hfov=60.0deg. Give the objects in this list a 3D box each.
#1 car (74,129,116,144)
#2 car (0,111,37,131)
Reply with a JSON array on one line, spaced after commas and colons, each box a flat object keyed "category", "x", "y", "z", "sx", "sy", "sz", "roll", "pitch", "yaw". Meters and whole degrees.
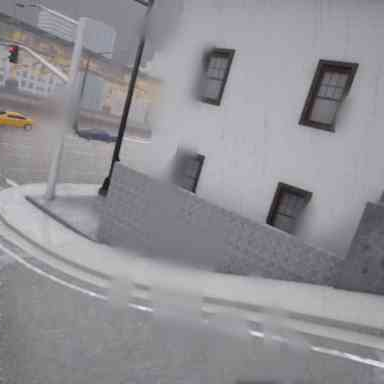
[{"category": "car", "x": -11.826, "y": -7.036, "z": 41.236, "sx": 2.033, "sy": 1.411, "sz": 5.357, "roll": 24, "pitch": 13, "yaw": 35}, {"category": "car", "x": -18.017, "y": -7.179, "z": 32.899, "sx": 1.882, "sy": 1.535, "sz": 5.008, "roll": 23, "pitch": 13, "yaw": 34}]
